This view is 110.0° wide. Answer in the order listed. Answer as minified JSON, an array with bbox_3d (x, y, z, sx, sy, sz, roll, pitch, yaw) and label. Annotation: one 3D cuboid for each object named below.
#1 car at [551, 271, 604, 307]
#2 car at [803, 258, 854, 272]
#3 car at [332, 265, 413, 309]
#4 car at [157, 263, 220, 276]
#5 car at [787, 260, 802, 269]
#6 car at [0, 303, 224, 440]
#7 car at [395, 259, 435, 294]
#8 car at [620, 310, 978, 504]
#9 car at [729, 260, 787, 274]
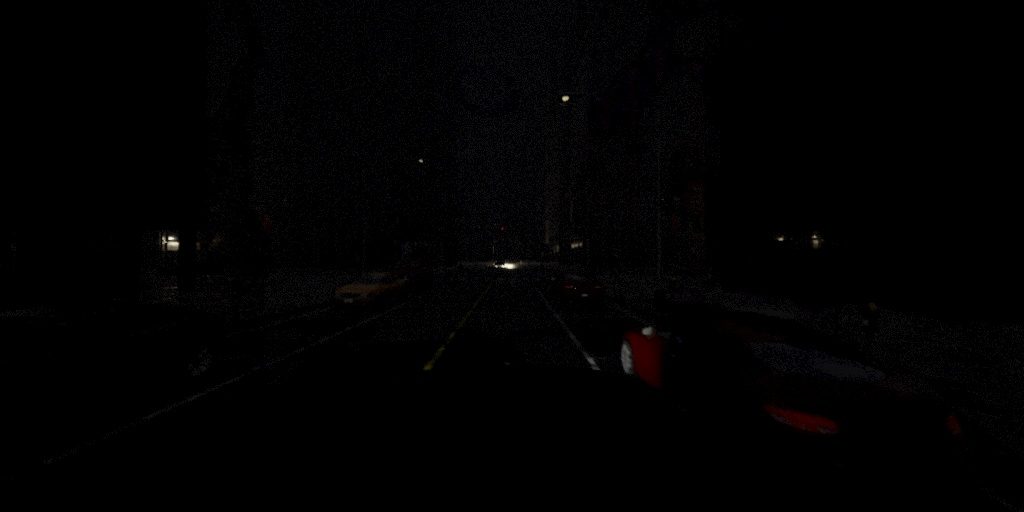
[{"bbox_3d":[2.670,1.311,15.391,1.888,1.381,4.507,0,0,0],"label":"car"},{"bbox_3d":[39.529,1.082,44.665,4.553,1.767,2.097,0,-1,0],"label":"car"},{"bbox_3d":[-5.856,1.292,15.224,1.751,1.417,4.829,0,0,0],"label":"car"},{"bbox_3d":[-34.277,1.445,38.058,5.357,1.411,2.033,0,-1,0],"label":"car"},{"bbox_3d":[39.356,1.254,47.900,4.902,1.511,2.128,0,-1,1],"label":"car"},{"bbox_3d":[-5.856,1.318,4.476,1.948,1.339,4.313,0,0,0],"label":"car"},{"bbox_3d":[-5.855,1.092,20.853,2.192,1.841,5.009,0,0,0],"label":"car"},{"bbox_3d":[2.669,1.334,4.472,1.802,1.307,4.207,0,0,0],"label":"car"},{"bbox_3d":[25.767,1.181,38.093,4.892,1.490,1.837,0,-1,0],"label":"car"}]
